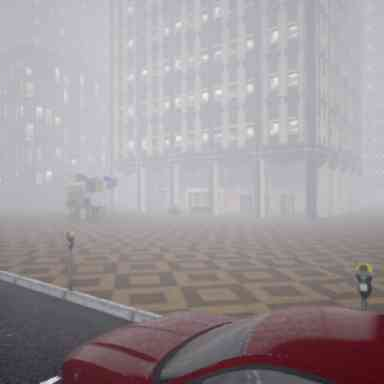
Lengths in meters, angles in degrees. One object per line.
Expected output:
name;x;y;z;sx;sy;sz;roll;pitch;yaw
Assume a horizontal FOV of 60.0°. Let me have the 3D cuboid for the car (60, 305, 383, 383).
car;0.882;1.544;2.279;4.507;1.381;1.887;0;0;35
